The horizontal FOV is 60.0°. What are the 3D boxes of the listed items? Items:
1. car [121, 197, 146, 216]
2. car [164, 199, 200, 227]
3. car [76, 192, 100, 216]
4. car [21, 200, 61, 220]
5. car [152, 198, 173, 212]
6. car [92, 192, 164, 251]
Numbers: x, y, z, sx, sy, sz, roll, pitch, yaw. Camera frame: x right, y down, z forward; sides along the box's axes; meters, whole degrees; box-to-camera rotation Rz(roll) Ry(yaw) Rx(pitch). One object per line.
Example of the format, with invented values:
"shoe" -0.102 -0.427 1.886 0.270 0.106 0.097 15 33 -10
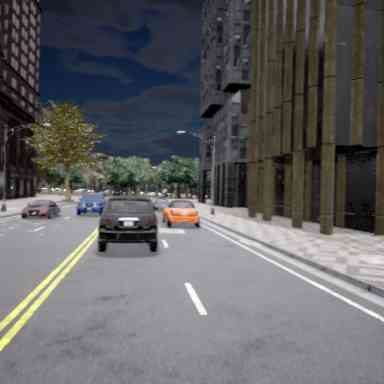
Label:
"car" -5.631 1.350 32.048 2.128 1.511 4.902 2 0 -9
"car" -0.814 1.336 22.751 2.097 1.767 4.553 2 0 -9
"car" -8.651 0.999 29.255 2.150 2.045 5.566 2 0 -9
"car" -11.235 1.271 24.959 1.994 1.385 4.181 2 0 -9
"car" -3.538 1.464 39.067 2.033 1.411 5.357 2 0 -9
"car" -2.593 1.156 13.901 2.150 2.045 5.566 2 0 -9
